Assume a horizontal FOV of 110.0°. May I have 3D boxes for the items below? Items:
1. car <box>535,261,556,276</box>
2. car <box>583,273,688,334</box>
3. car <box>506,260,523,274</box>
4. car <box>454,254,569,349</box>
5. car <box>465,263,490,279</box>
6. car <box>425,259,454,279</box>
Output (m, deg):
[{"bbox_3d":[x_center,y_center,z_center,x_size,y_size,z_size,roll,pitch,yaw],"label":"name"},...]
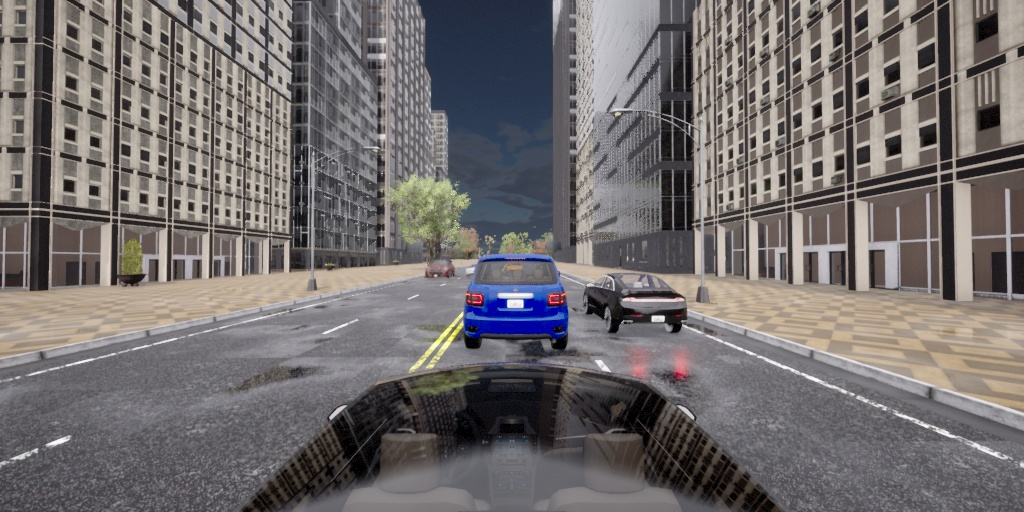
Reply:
[{"bbox_3d":[3.508,1.267,38.247,1.837,1.490,4.892,0,0,0],"label":"car"},{"bbox_3d":[3.388,1.244,10.712,2.128,1.511,4.902,0,0,0],"label":"car"},{"bbox_3d":[0.277,1.242,42.640,1.882,1.535,5.008,0,0,0],"label":"car"},{"bbox_3d":[0.120,0.974,9.276,2.150,2.045,5.566,0,0,1],"label":"car"},{"bbox_3d":[-3.207,1.361,33.886,1.895,1.301,4.718,0,0,0],"label":"car"},{"bbox_3d":[-6.462,1.112,32.713,2.097,1.767,4.553,0,0,0],"label":"car"}]
